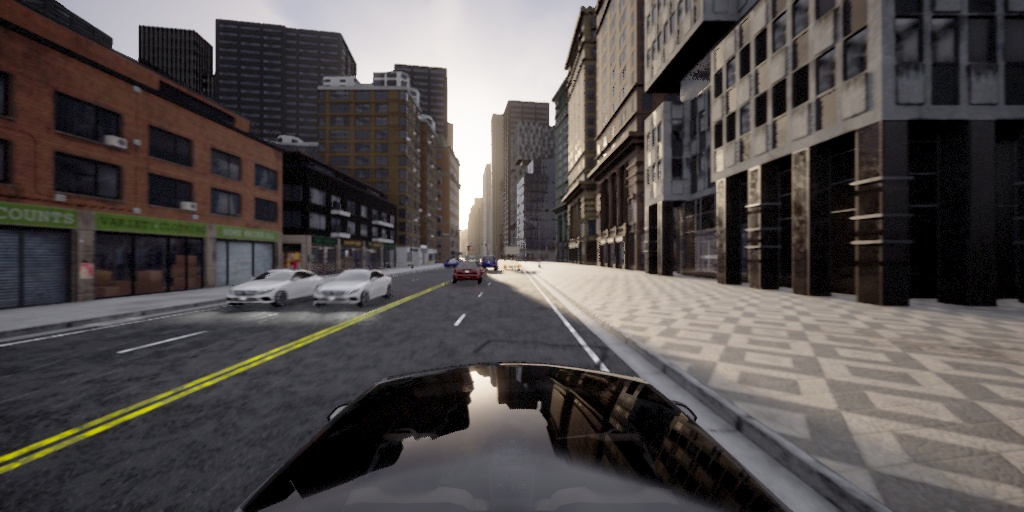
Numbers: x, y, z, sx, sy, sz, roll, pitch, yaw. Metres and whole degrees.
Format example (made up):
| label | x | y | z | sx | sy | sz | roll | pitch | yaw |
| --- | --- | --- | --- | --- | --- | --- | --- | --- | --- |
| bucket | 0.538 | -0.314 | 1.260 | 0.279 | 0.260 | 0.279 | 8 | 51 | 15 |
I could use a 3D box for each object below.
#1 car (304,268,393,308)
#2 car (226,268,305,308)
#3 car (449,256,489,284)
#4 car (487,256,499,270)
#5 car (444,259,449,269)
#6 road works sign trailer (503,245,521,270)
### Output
| label | x | y | z | sx | sy | sz | roll | pitch | yaw |
| --- | --- | --- | --- | --- | --- | --- | --- | --- | --- |
| car | -6.600 | 1.278 | 15.460 | 1.812 | 1.442 | 4.674 | 0 | 0 | 0 |
| car | -9.849 | 1.278 | 15.458 | 1.812 | 1.442 | 4.674 | 0 | 0 | 0 |
| car | -3.151 | 1.105 | 27.270 | 2.097 | 1.767 | 4.553 | 0 | 0 | 0 |
| car | -3.152 | 0.980 | 51.467 | 2.150 | 2.045 | 5.566 | 0 | 0 | 0 |
| car | -9.793 | 1.238 | 58.219 | 1.882 | 1.535 | 5.008 | 0 | 0 | 1 |
| road works sign trailer | 0.012 | 0.224 | 52.943 | 2.380 | 3.560 | 2.880 | 0 | 0 | 0 |
